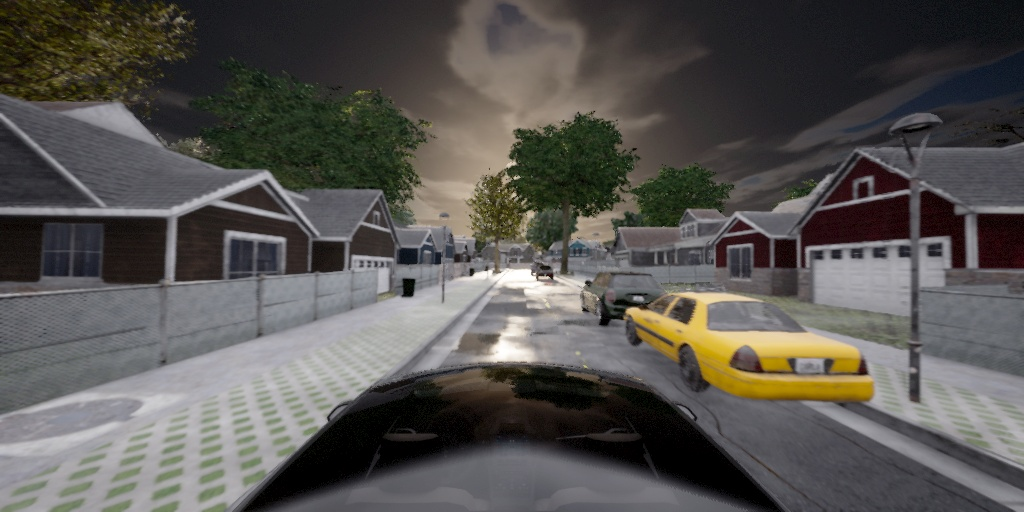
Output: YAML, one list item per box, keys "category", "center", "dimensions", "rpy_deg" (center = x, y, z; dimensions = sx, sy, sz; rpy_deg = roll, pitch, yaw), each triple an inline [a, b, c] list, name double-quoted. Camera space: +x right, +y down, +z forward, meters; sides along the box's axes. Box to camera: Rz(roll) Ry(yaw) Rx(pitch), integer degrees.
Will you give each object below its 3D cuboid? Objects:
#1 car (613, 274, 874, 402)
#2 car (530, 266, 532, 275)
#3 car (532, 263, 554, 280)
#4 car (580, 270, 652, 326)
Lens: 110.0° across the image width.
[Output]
- category: "car"
  center: [3.621, 1.319, 6.863]
  dimensions: [1.801, 1.575, 5.366]
  rpy_deg: [1, -1, 1]
- category: "car"
  center: [3.667, 1.754, 50.483]
  dimensions: [2.097, 1.767, 4.553]
  rpy_deg: [1, -1, 1]
- category: "car"
  center: [3.507, 1.759, 39.304]
  dimensions: [1.837, 1.490, 4.892]
  rpy_deg: [1, -2, 2]
- category: "car"
  center: [3.737, 1.287, 12.643]
  dimensions: [2.097, 1.767, 4.553]
  rpy_deg: [1, -1, 1]
